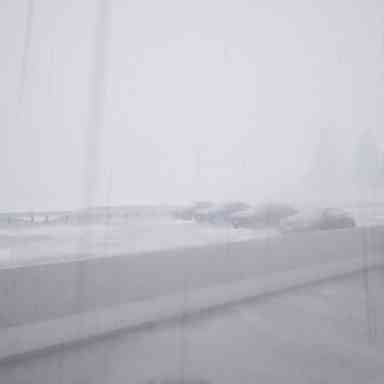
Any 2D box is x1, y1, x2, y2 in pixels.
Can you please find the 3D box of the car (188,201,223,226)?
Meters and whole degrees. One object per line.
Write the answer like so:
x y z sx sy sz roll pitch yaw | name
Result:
2.477 1.374 22.694 5.008 1.535 1.882 0 0 -35 | car

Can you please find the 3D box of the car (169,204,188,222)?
0.441 1.403 25.542 4.674 1.442 1.812 0 0 -35 | car

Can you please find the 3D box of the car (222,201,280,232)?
4.492 1.394 19.832 5.008 1.535 1.882 0 0 -35 | car

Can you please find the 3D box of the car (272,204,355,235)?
6.483 1.461 16.955 4.674 1.442 1.812 0 0 -35 | car
